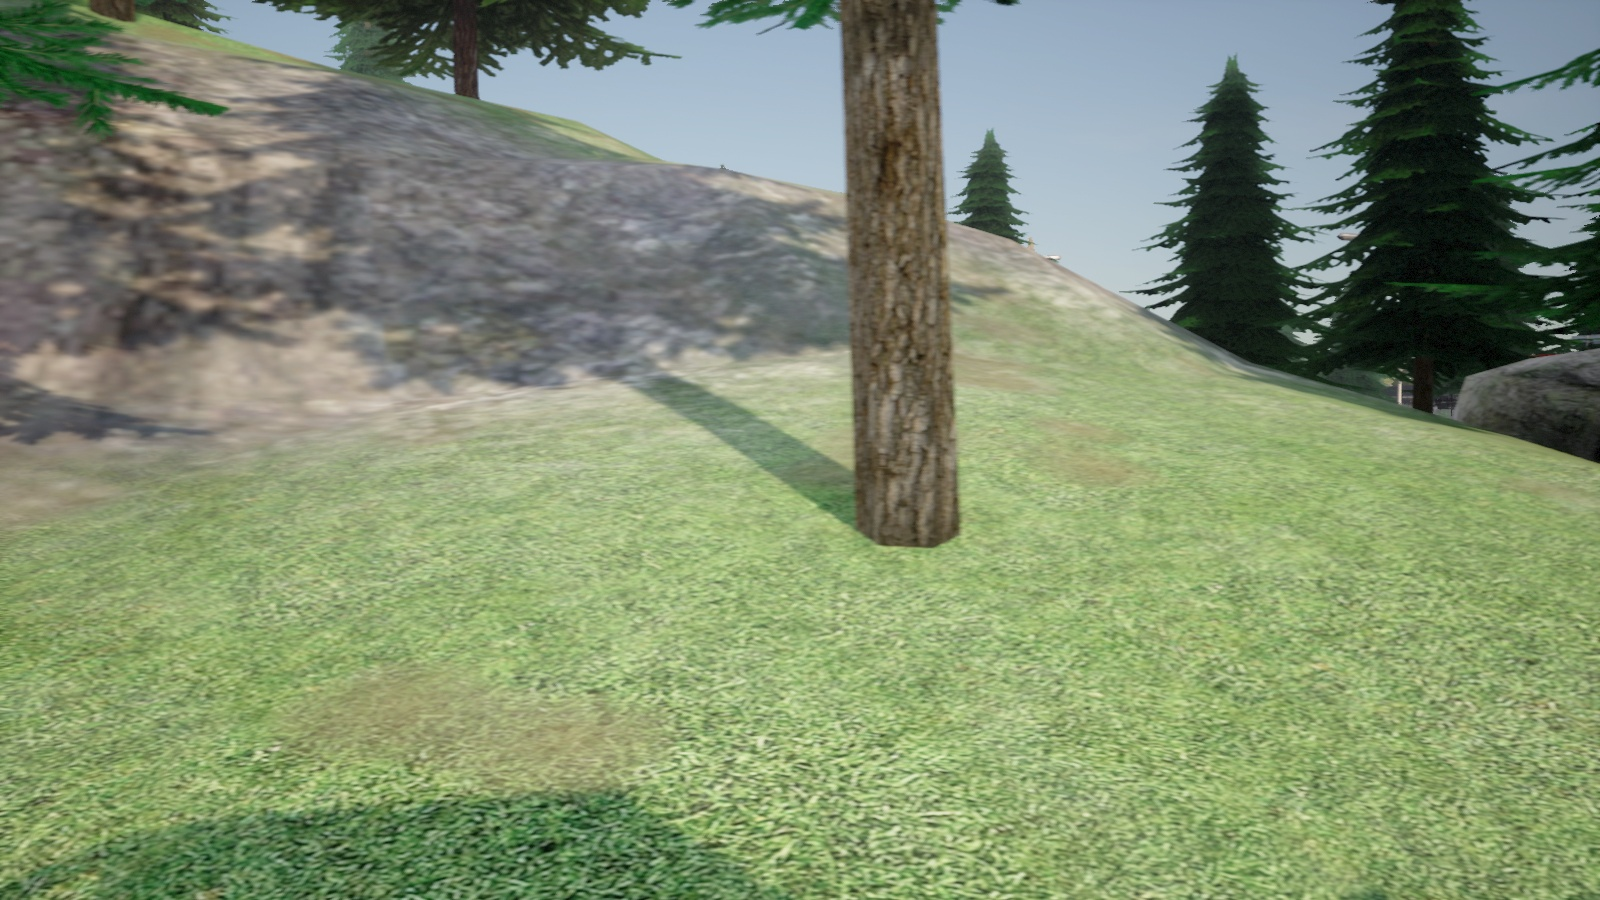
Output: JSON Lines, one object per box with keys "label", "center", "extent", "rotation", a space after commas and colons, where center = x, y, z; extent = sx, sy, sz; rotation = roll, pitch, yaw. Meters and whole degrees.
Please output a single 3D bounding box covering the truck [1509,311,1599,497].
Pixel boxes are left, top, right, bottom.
{"label": "truck", "center": [18.611, -0.950, 24.413], "extent": [2.891, 3.827, 8.468], "rotation": [-1, 1, -22]}
